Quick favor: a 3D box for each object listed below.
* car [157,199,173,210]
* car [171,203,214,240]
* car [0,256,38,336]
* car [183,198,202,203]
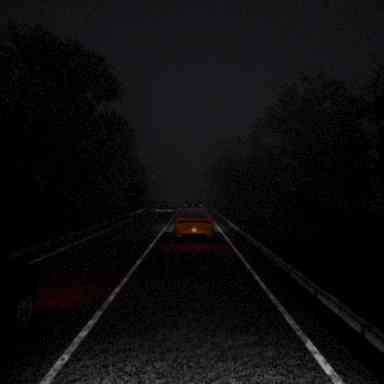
[{"bbox_3d":[-3.597,1.663,45.363,2.033,1.411,5.357,0,0,0],"label":"car"},{"bbox_3d":[0.098,1.567,17.464,1.882,1.535,5.008,0,0,0],"label":"car"},{"bbox_3d":[-3.602,1.553,4.093,1.812,1.442,4.674,0,0,0],"label":"car"},{"bbox_3d":[0.096,1.468,37.555,2.097,1.767,4.553,0,0,0],"label":"car"}]
